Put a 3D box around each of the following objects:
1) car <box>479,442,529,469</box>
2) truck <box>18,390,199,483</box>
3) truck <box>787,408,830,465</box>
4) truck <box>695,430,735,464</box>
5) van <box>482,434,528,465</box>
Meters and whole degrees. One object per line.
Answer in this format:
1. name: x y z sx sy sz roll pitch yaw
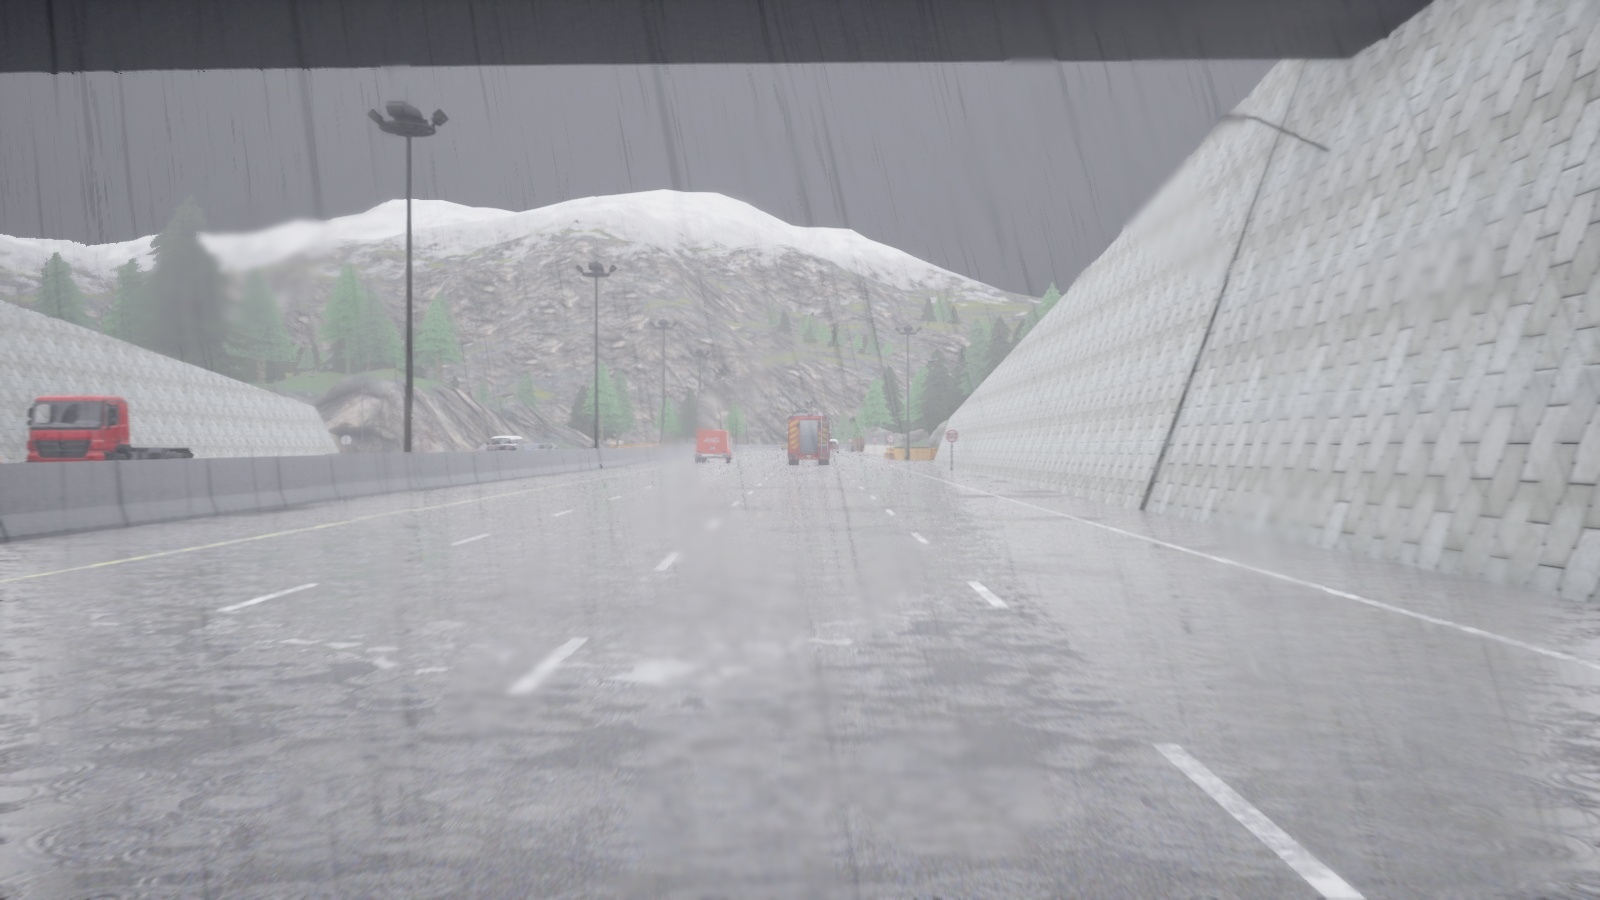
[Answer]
1. car: -17.001 0.295 72.280 1.970 1.475 3.806 0 0 0
2. truck: -27.648 -0.540 50.699 2.891 3.462 7.936 0 0 0
3. truck: 0.608 -0.909 88.076 2.891 3.827 8.468 0 0 0
4. truck: -6.351 -0.268 94.280 2.627 2.467 5.204 0 1 0
5. van: -20.401 -0.029 87.043 2.069 2.038 4.480 0 0 0
